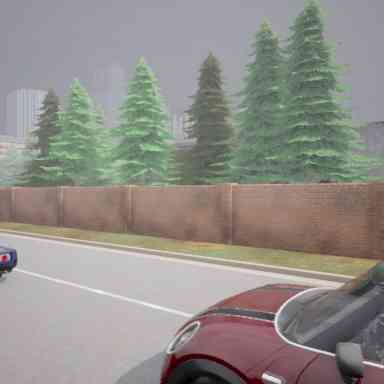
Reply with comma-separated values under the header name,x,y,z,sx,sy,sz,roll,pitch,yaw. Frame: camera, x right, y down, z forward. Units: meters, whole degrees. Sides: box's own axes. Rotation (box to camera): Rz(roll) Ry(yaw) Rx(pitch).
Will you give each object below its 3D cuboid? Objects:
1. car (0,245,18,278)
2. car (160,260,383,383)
name,x,y,z,sx,sy,sz,roll,pitch,yaw
car,-6.641,1.601,8.705,4.718,1.301,1.895,0,0,35
car,1.909,1.352,2.632,4.553,1.767,2.097,0,0,35
